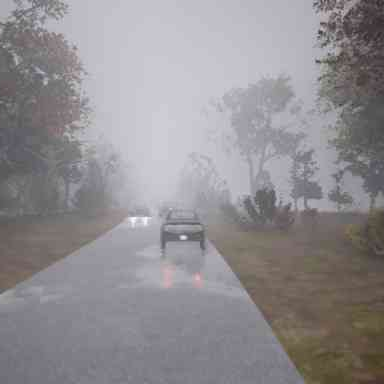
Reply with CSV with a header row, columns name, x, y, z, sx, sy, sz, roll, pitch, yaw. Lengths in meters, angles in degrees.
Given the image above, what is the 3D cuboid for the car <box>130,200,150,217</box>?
name,x,y,z,sx,sy,sz,roll,pitch,yaw
car,-5.531,1.902,35.542,1.994,1.385,4.181,0,-1,-8

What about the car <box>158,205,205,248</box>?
name,x,y,z,sx,sy,sz,roll,pitch,yaw
car,-0.473,1.569,15.272,2.128,1.511,4.902,0,-1,-3

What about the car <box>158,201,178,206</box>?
name,x,y,z,sx,sy,sz,roll,pitch,yaw
car,-2.293,1.667,33.572,2.097,1.767,4.553,0,-1,-8

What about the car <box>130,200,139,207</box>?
name,x,y,z,sx,sy,sz,roll,pitch,yaw
car,-13.304,2.666,76.797,1.882,1.535,5.008,1,-2,-12
